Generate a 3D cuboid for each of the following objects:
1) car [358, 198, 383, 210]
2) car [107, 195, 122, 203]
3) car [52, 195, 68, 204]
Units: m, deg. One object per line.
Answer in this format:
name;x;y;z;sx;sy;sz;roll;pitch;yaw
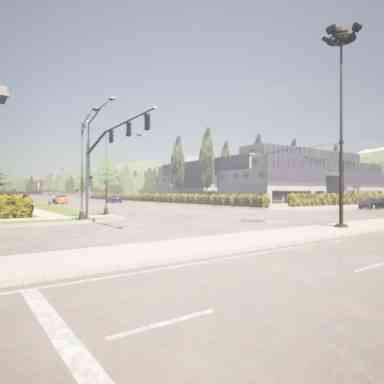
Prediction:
car;23.919;1.523;44.002;4.892;1.490;1.837;0;0;-34
car;-16.041;1.366;67.983;2.097;1.767;4.553;0;0;-34
car;-24.726;1.359;62.219;2.097;1.767;4.553;0;0;-34
